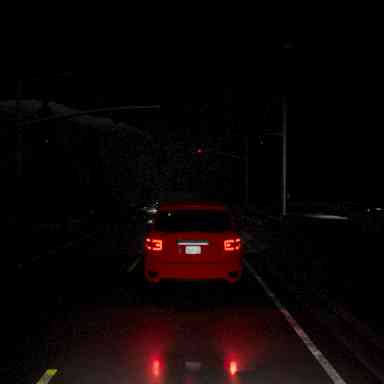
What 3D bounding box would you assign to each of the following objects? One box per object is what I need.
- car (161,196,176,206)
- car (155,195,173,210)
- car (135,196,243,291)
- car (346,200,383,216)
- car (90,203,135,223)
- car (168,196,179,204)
[{"bbox_3d":[-3.709,1.491,54.056,2.128,1.511,4.902,0,0,0],"label":"car"},{"bbox_3d":[-3.692,1.352,44.561,2.097,1.767,4.553,0,0,0],"label":"car"},{"bbox_3d":[0.038,1.221,9.165,2.150,2.045,5.566,0,0,0],"label":"car"},{"bbox_3d":[16.485,1.520,29.977,4.892,1.490,1.837,0,0,-2],"label":"car"},{"bbox_3d":[-5.510,1.557,25.100,4.181,1.385,1.994,0,0,-5],"label":"car"},{"bbox_3d":[-3.682,1.564,66.482,1.994,1.385,4.181,0,0,0],"label":"car"}]
